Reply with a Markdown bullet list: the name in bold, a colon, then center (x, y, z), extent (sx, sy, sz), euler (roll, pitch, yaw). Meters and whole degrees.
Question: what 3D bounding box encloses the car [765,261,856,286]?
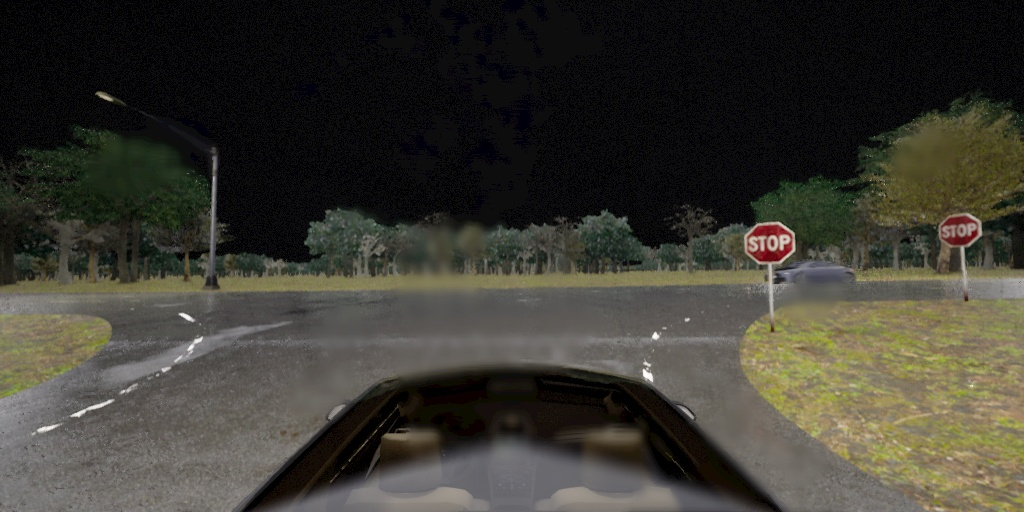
- **car**: center (16.956, 0.966, 20.526), extent (4.181, 1.385, 1.994), euler (-1, -3, -1)
